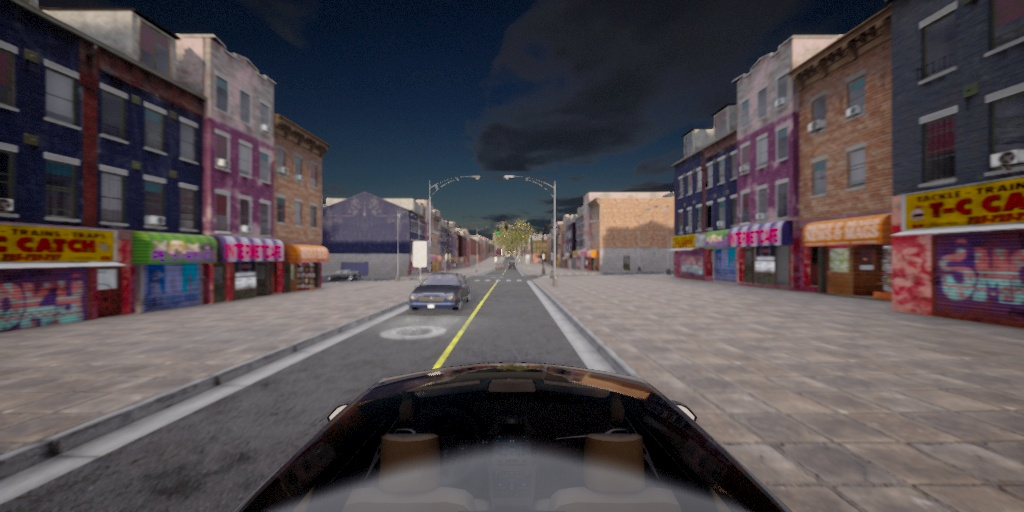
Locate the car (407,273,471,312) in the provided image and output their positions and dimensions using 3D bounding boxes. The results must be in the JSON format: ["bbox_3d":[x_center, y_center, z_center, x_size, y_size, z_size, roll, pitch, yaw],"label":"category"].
[{"bbox_3d":[-2.851,1.421,15.300,2.033,1.411,5.357,0,-1,0],"label":"car"}]

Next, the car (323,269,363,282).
[{"bbox_3d":[-20.367,2.301,43.277,4.403,1.370,2.007,0,0,0],"label":"car"}]
